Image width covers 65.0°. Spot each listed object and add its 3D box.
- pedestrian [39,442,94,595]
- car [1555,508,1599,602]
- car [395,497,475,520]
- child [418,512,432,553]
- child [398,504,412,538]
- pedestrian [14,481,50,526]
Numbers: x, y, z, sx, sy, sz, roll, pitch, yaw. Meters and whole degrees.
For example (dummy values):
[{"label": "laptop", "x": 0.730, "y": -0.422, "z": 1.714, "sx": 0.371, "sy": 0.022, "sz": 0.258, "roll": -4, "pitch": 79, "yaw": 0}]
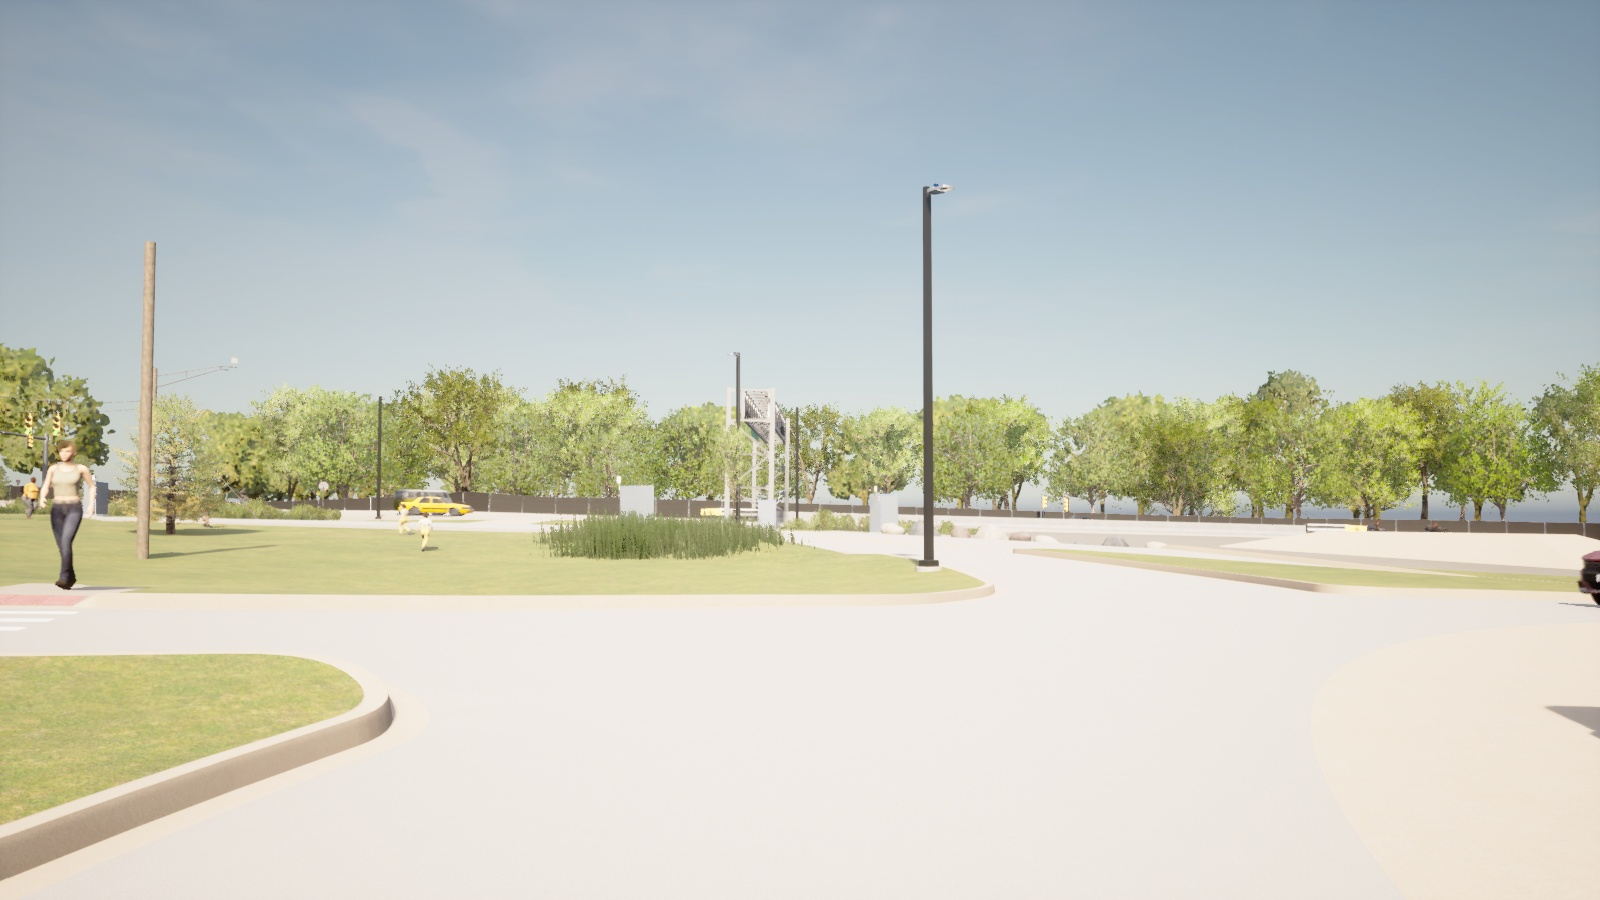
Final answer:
[{"label": "pedestrian", "x": -9.005, "y": 0.841, "z": 15.429, "sx": 0.345, "sy": 1.836, "sz": 0.594, "roll": 0, "pitch": -3, "yaw": -7}, {"label": "car", "x": 15.494, "y": 1.836, "z": 20.937, "sx": 5.008, "sy": 1.535, "sz": 1.882, "roll": 3, "pitch": -3, "yaw": -11}, {"label": "car", "x": -27.098, "y": 4.336, "z": 93.277, "sx": 5.366, "sy": 1.575, "sz": 1.801, "roll": 1, "pitch": -3, "yaw": 1}, {"label": "child", "x": -11.676, "y": 2.575, "z": 39.141, "sx": 0.270, "sy": 1.263, "sz": 0.437, "roll": -1, "pitch": -3, "yaw": 4}, {"label": "child", "x": -15.061, "y": 2.704, "z": 47.914, "sx": 0.437, "sy": 1.263, "sz": 0.270, "roll": -2, "pitch": -3, "yaw": 25}, {"label": "pedestrian", "x": -31.998, "y": 2.236, "z": 52.333, "sx": 0.900, "sy": 1.855, "sz": 0.874, "roll": -1, "pitch": -3, "yaw": 13}]
